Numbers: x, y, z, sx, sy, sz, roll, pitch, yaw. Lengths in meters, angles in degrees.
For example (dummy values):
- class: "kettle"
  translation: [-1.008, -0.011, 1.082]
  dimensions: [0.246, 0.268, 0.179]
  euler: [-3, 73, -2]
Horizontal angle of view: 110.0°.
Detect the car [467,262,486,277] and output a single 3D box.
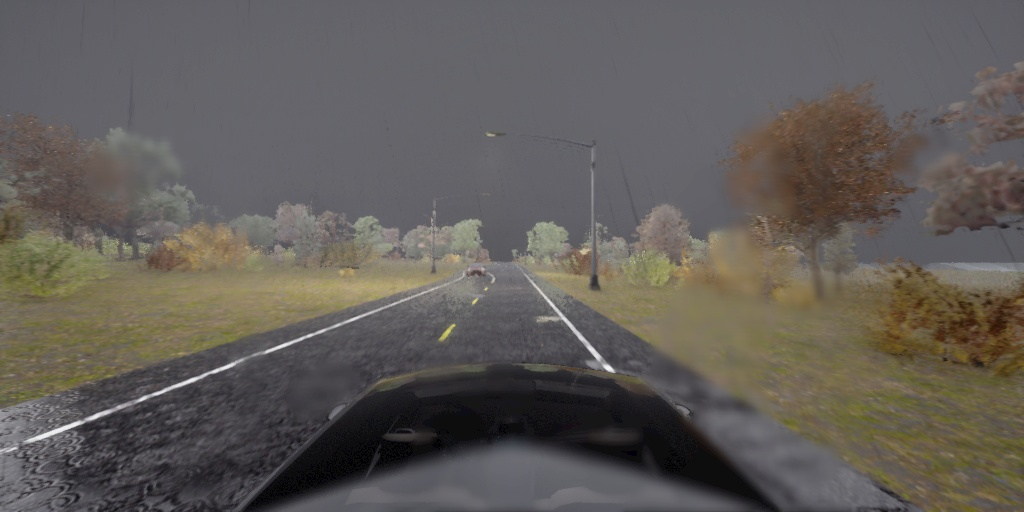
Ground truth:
- class: "car"
  translation: [-4.082, 1.495, 41.311]
  dimensions: [2.097, 1.767, 4.553]
  euler: [0, -1, -4]
